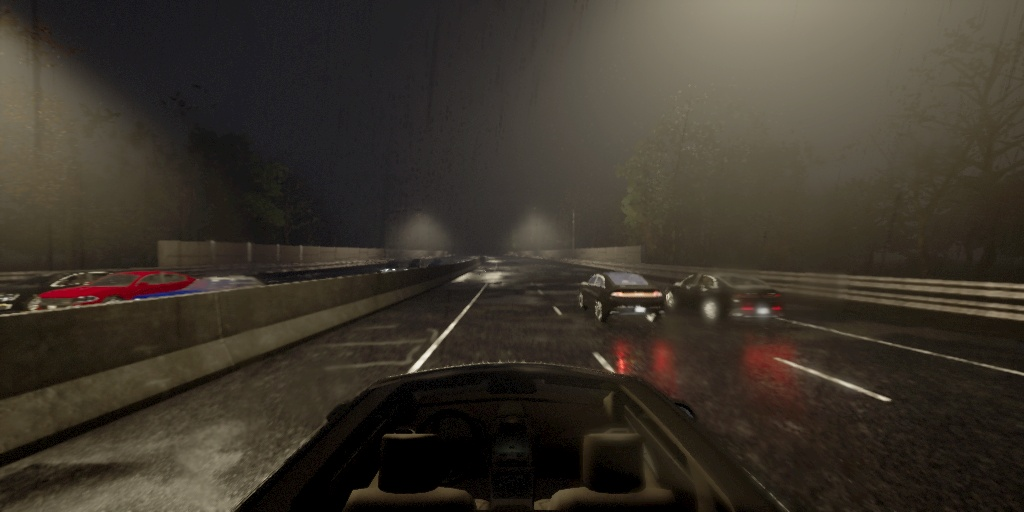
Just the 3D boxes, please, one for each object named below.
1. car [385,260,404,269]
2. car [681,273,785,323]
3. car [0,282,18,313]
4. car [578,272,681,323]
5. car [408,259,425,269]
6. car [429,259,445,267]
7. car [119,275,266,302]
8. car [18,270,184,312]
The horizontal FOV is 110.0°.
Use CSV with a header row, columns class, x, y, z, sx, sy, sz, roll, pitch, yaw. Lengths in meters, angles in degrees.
class,x,y,z,sx,sy,sz,roll,pitch,yaw
car,-18.319,1.258,55.939,1.994,1.385,4.181,0,1,-1
car,7.067,1.321,12.525,1.837,1.490,4.892,0,0,0
car,-17.637,1.349,14.155,1.837,1.490,4.892,0,0,0
car,3.568,1.310,12.443,2.128,1.511,4.902,0,0,0
car,-14.824,1.199,55.988,1.837,1.490,4.892,0,1,-1
car,-11.294,1.230,54.584,1.812,1.442,4.674,0,1,-1
car,-10.631,1.433,12.998,1.895,1.301,4.718,0,0,0
car,-14.134,1.315,13.498,1.882,1.535,5.008,0,0,0
